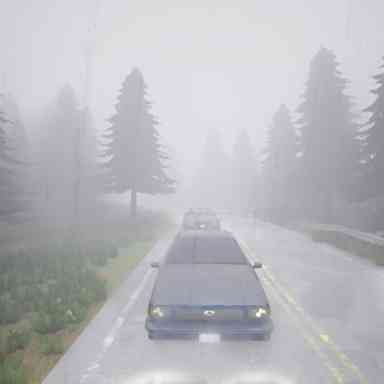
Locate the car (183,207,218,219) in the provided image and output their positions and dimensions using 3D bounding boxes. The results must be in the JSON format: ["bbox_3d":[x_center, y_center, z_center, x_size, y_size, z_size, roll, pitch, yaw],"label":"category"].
[{"bbox_3d":[0.481,1.584,19.172,1.994,1.385,4.181,0,0,-2],"label":"car"}]

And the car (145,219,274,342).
[{"bbox_3d":[0.286,1.558,7.088,2.033,1.411,5.357,0,0,1],"label":"car"}]
